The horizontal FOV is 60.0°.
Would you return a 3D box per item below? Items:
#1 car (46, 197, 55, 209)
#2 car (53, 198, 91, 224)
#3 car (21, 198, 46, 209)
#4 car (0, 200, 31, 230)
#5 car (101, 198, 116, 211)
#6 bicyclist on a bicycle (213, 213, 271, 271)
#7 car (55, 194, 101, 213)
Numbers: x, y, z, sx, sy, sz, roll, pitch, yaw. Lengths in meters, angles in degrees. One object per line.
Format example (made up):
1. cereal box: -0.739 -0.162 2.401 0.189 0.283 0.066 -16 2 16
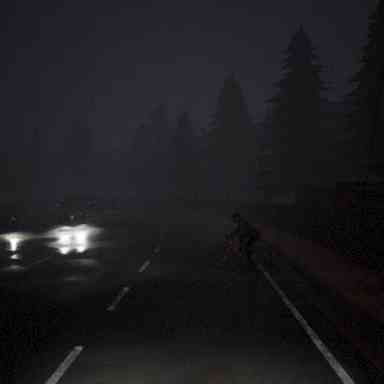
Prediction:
1. car: -19.627 1.481 45.666 4.892 1.490 1.837 0 0 29
2. car: -9.053 1.480 24.888 2.128 1.511 4.902 0 0 -22
3. car: -21.395 1.541 42.890 4.181 1.385 1.994 0 0 26
4. car: -11.595 1.466 20.752 1.882 1.535 5.008 0 0 -19
5. car: -10.810 1.470 39.215 2.128 1.511 4.902 0 0 -44
6. bicyclist on a bicycle: 1.405 1.425 9.358 1.656 1.620 0.582 0 0 2
7. car: -12.440 1.205 36.098 2.150 2.045 5.566 0 0 -43
